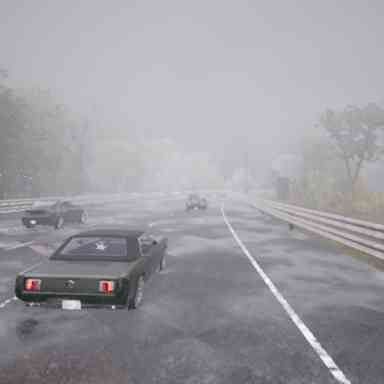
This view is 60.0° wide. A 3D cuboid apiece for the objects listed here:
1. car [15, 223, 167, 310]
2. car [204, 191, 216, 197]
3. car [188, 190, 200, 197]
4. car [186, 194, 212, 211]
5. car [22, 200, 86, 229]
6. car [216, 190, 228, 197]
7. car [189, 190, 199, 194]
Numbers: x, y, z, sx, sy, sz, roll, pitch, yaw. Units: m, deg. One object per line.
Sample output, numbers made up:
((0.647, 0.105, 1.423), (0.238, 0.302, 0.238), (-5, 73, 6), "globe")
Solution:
((-1.757, 1.496, 7.557), (1.895, 1.301, 4.718), (0, 1, 4), "car")
((4.217, 0.519, 82.873), (1.994, 1.385, 4.181), (0, 1, 10), "car")
((0.564, 0.320, 82.303), (2.097, 1.767, 4.553), (0, 1, 10), "car")
((0.616, 1.175, 32.931), (1.895, 1.301, 4.718), (0, 1, 6), "car")
((-7.775, 1.234, 19.194), (1.837, 1.490, 4.892), (0, 1, 5), "car")
((7.864, 0.521, 83.390), (1.994, 1.385, 4.181), (0, 1, 10), "car")
((0.356, 0.759, 58.529), (1.837, 1.490, 4.892), (0, 1, 8), "car")
